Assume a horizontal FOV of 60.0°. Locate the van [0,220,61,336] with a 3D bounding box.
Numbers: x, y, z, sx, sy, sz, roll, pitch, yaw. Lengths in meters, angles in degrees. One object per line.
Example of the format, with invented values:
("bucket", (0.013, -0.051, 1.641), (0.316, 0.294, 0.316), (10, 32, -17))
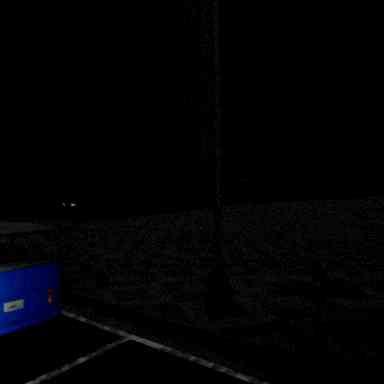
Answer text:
("van", (-3.957, 1.333, 5.672), (3.998, 1.788, 1.690), (0, -1, 35))
